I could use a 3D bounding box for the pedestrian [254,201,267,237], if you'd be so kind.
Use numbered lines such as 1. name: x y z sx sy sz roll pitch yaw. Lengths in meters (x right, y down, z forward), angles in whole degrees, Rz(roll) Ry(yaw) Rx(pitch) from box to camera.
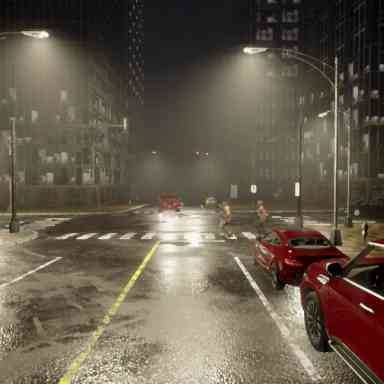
1. pedestrian: 3.182 1.286 15.274 0.375 1.860 0.375 -1 1 0

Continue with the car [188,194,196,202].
1. car: 0.003 1.524 74.255 1.895 1.301 4.718 0 0 0

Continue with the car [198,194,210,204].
1. car: 2.715 1.267 63.412 2.192 1.841 5.009 -1 0 0

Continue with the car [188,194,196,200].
1. car: 0.003 1.232 84.229 1.882 1.535 5.008 0 0 0

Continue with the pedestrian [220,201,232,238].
1. pedestrian: 1.653 1.286 15.949 0.375 1.860 0.375 -1 1 0

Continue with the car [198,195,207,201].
1. car: 2.682 1.469 86.595 2.008 1.369 4.403 -1 0 0

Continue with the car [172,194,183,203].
1. car: -3.004 1.300 68.605 2.097 1.767 4.553 0 0 0

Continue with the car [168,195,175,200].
1. car: -5.665 1.491 92.331 1.802 1.307 4.206 -1 0 0

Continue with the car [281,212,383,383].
1. car: 2.672 1.314 3.168 2.192 1.841 5.009 -1 0 0

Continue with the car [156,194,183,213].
1. car: -2.617 1.201 36.913 2.150 2.045 5.566 0 0 -7

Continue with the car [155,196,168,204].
1. car: -5.837 1.517 63.962 1.947 1.339 4.313 -1 0 0

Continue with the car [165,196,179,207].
1. car: -3.089 1.442 52.840 1.882 1.535 5.008 0 0 0

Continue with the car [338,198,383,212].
1. car: 15.651 1.356 29.844 4.892 1.490 1.837 0 1 -5

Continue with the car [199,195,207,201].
1. car: 2.681 1.493 80.922 1.947 1.339 4.313 -1 0 0

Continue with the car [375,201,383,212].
1. car: 16.129 1.537 24.069 4.313 1.339 1.947 0 1 -5

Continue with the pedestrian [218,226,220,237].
1. pedestrian: 1.538 1.665 16.583 0.500 1.100 0.500 -1 1 0

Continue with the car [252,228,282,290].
1. car: 2.679 1.578 8.793 1.802 1.307 4.206 -1 0 0

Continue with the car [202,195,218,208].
1. car: 2.808 1.495 48.331 1.752 1.417 4.829 -1 0 0

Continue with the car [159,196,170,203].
1. car: -5.667 1.509 69.636 1.947 1.339 4.313 -1 0 0
